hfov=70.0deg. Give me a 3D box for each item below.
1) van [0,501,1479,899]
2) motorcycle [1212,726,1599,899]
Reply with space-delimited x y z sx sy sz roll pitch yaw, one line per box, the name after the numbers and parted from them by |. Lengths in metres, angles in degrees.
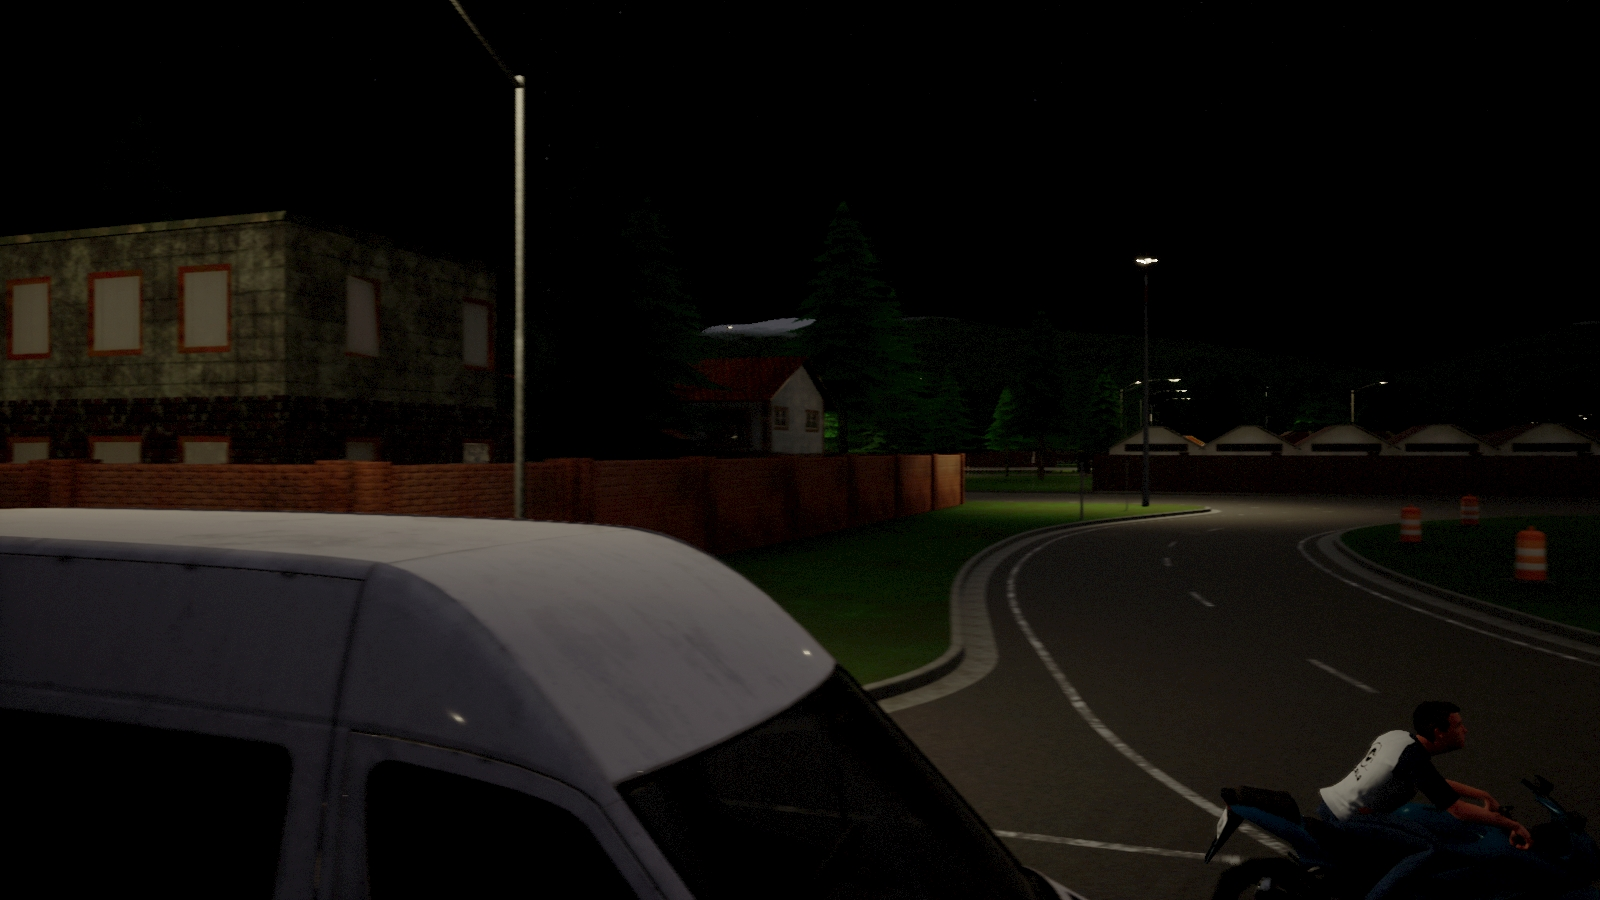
-1.343 1.534 3.790 5.915 2.561 1.988 0 0 20 | van
3.197 2.186 5.858 2.033 1.199 0.803 0 0 20 | motorcycle
